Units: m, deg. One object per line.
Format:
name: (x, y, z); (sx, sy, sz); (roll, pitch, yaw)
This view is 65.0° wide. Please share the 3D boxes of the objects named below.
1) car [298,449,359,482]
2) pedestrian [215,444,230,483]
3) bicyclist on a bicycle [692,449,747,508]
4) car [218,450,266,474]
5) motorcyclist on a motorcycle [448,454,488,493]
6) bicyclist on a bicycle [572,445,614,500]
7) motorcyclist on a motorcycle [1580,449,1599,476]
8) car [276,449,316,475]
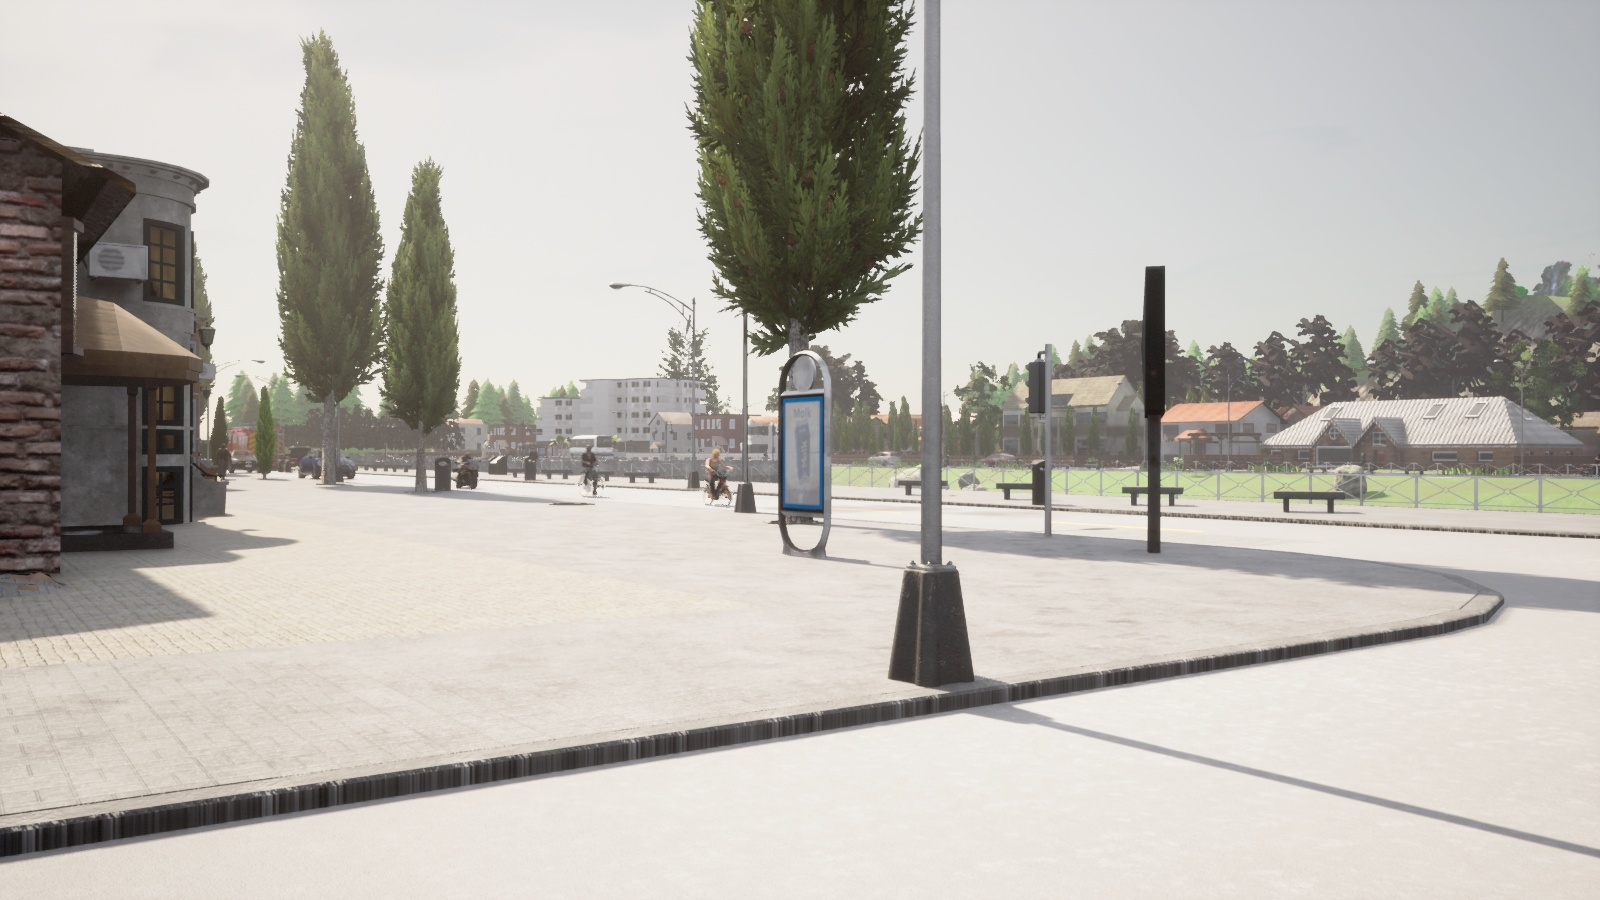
car: (-25.828, 0.826, 68.703); (2.097, 1.767, 4.553); (0, 0, -35)
pedestrian: (-28.524, 0.667, 62.041); (0.563, 1.883, 0.849); (0, 0, -17)
bicyclist on a bicycle: (-2.253, 0.771, 34.877); (0.866, 1.612, 1.509); (0, 0, -35)
car: (-38.891, 0.820, 87.446); (2.152, 1.651, 5.027); (0, 0, -35)
motorcyclist on a motorcycle: (-13.507, 0.933, 51.025); (0.866, 1.530, 2.191); (0, 0, -35)
bicyclist on a bicycle: (-6.848, 0.731, 41.470); (0.659, 1.776, 1.843); (0, 0, -35)
motorcyclist on a motorcycle: (48.886, 0.778, 76.321); (0.766, 1.649, 2.350); (0, 0, -35)
car: (-36.618, 0.841, 91.178); (1.905, 1.878, 3.866); (0, 0, -35)
